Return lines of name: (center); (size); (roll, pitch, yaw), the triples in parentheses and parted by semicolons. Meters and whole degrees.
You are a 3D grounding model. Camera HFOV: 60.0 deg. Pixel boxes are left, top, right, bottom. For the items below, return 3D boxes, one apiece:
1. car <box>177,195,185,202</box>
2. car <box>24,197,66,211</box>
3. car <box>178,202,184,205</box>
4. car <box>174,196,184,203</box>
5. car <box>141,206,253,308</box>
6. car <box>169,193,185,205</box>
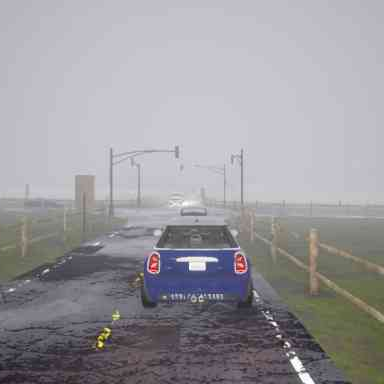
car: (-2.701, 1.549, 80.270); (1.812, 1.442, 4.674); (0, 0, 0)
car: (-15.984, 1.290, 36.234); (4.181, 1.385, 1.994); (1, 0, 3)
car: (0.091, 1.507, 17.262); (1.837, 1.490, 4.892); (0, 0, 0)
car: (-2.735, 1.615, 69.928); (1.895, 1.301, 4.718); (0, 0, 0)
car: (0.096, 1.353, 8.096); (2.097, 1.767, 4.553); (0, 0, 0)
car: (-2.839, 1.237, 59.906); (2.150, 2.045, 5.566); (0, 0, 0)
